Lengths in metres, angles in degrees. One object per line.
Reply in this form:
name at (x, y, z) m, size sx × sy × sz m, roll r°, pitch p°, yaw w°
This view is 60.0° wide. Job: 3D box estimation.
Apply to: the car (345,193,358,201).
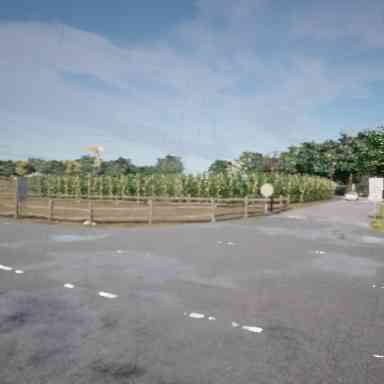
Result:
car at (27.702, 0.831, 57.626) m, size 1.812 × 1.442 × 4.674 m, roll 3°, pitch 2°, yaw 31°
